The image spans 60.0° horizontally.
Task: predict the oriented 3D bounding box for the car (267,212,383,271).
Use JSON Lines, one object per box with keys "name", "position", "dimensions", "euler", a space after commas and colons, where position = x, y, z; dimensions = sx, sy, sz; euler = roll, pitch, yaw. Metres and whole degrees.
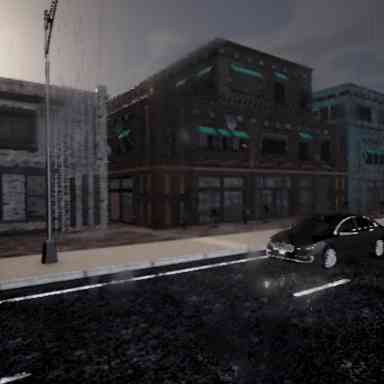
{"name": "car", "position": [4.553, 1.464, 10.930], "dimensions": [4.892, 1.490, 1.837], "euler": [0, 0, -35]}
